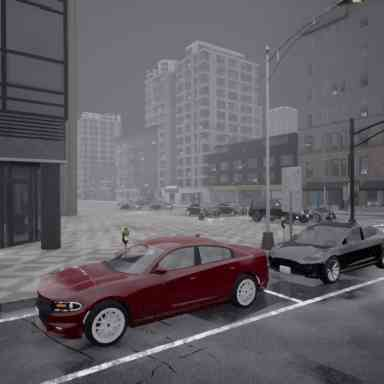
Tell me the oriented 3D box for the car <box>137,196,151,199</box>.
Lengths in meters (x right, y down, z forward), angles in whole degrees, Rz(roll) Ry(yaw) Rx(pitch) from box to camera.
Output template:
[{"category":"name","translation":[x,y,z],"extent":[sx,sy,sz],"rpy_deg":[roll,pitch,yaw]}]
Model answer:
[{"category":"car","translation":[-10.320,1.926,68.998],"extent":[2.150,2.045,5.566],"rpy_deg":[0,0,-35]}]

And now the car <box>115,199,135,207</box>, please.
[{"category":"car","translation":[-13.858,2.283,68.377],"extent":[2.033,1.411,5.357],"rpy_deg":[0,0,-35]}]

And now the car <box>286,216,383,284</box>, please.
[{"category":"car","translation":[4.099,1.564,9.576],"extent":[4.313,1.339,1.947],"rpy_deg":[0,0,-35]}]

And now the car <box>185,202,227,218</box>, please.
[{"category":"car","translation":[1.124,1.886,35.621],"extent":[1.837,1.490,4.892],"rpy_deg":[0,0,-35]}]

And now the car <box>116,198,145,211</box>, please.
[{"category":"car","translation":[-9.273,2.089,50.387],"extent":[2.128,1.511,4.902],"rpy_deg":[0,-1,-35]}]

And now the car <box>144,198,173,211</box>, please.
[{"category":"car","translation":[-4.593,2.030,49.363],"extent":[2.128,1.511,4.902],"rpy_deg":[0,0,-35]}]

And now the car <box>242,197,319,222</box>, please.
[{"category":"car","translation":[7.073,1.473,27.208],"extent":[2.150,2.045,5.566],"rpy_deg":[0,-1,-35]}]

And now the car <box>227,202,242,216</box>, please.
[{"category":"car","translation":[4.161,1.864,36.950],"extent":[1.837,1.490,4.892],"rpy_deg":[0,-1,-35]}]

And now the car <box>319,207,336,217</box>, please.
[{"category":"car","translation":[10.126,1.790,28.521],"extent":[1.994,1.385,4.181],"rpy_deg":[0,-1,-36]}]

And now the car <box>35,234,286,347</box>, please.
[{"category":"car","translation":[-0.496,1.544,6.299],"extent":[4.507,1.381,1.887],"rpy_deg":[0,0,-35]}]
